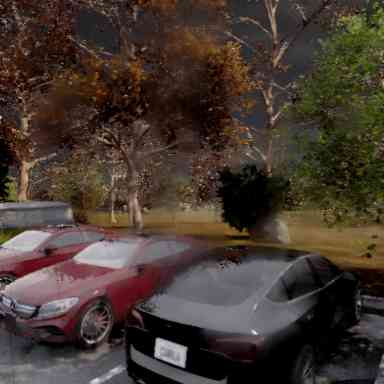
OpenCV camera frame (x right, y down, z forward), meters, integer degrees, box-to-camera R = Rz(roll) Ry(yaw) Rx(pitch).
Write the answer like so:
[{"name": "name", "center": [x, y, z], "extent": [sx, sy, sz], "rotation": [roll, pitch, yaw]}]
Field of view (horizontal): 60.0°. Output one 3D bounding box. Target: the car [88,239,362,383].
[{"name": "car", "center": [1.156, 1.525, 4.971], "extent": [2.163, 1.488, 4.792], "rotation": [0, 0, 36]}]

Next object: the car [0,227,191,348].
[{"name": "car", "center": [-1.230, 1.554, 6.641], "extent": [2.002, 1.452, 4.674], "rotation": [0, 0, 36]}]

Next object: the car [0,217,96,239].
[{"name": "car", "center": [-3.497, 1.565, 8.258], "extent": [2.002, 1.452, 4.674], "rotation": [0, 0, 36]}]

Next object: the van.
[{"name": "van", "center": [-5.749, 1.311, 9.706], "extent": [1.878, 1.987, 4.442], "rotation": [0, 0, 35]}]
